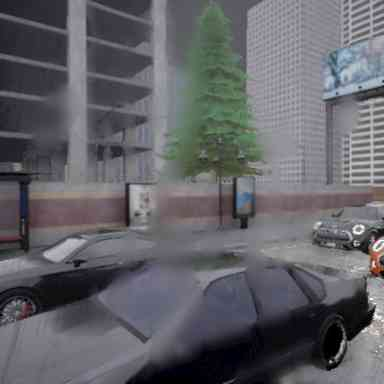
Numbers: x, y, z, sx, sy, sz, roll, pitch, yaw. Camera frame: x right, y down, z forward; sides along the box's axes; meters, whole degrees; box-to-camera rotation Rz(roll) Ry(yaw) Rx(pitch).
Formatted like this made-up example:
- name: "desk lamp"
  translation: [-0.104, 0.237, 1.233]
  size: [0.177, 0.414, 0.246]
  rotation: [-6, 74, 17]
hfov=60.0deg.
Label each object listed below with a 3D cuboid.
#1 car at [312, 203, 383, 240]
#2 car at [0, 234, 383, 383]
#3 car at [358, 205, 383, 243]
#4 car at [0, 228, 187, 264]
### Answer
- name: "car"
  translation: [6.757, 1.259, 13.041]
  size: [4.553, 1.767, 2.097]
  rotation: [-1, 0, -35]
- name: "car"
  translation: [0.174, 1.530, 4.103]
  size: [5.357, 1.411, 2.033]
  rotation: [0, 0, -35]
- name: "car"
  translation: [6.539, 1.279, 8.533]
  size: [4.553, 1.767, 2.097]
  rotation: [-1, 0, -36]
- name: "car"
  translation: [-2.003, 1.510, 6.856]
  size: [4.674, 1.442, 1.812]
  rotation: [0, 0, -35]
